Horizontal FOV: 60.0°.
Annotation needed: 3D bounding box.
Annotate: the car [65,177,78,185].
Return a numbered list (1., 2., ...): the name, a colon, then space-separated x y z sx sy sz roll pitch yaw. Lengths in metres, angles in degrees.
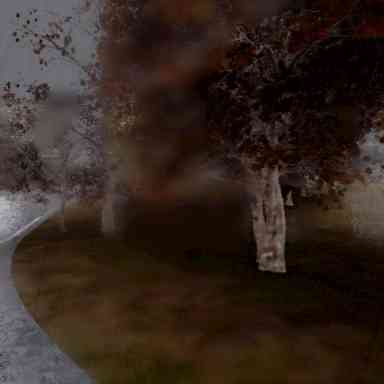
1. car: -19.129 -1.622 52.215 2.128 1.511 4.902 0 4 -6
